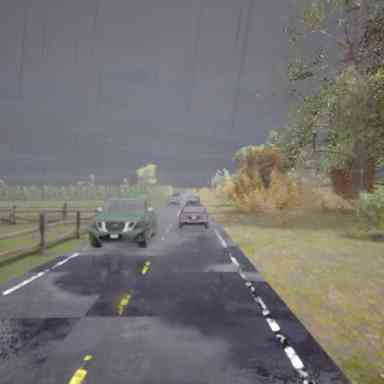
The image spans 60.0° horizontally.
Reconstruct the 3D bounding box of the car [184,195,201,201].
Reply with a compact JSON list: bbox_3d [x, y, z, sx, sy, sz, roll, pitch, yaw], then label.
[{"bbox_3d":[0.102,1.431,42.160,1.837,1.490,4.892,0,1,0],"label":"car"}]

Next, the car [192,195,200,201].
[{"bbox_3d":[0.965,1.333,76.862,1.812,1.442,4.674,0,0,0],"label":"car"}]

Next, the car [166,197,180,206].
[{"bbox_3d":[-2.816,1.462,50.820,1.994,1.385,4.181,0,0,0],"label":"car"}]

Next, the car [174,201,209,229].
[{"bbox_3d":[0.095,1.520,21.469,2.033,1.411,5.357,0,0,0],"label":"car"}]

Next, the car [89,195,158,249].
[{"bbox_3d":[-2.828,1.195,14.924,2.150,2.045,5.566,0,1,0],"label":"car"}]
